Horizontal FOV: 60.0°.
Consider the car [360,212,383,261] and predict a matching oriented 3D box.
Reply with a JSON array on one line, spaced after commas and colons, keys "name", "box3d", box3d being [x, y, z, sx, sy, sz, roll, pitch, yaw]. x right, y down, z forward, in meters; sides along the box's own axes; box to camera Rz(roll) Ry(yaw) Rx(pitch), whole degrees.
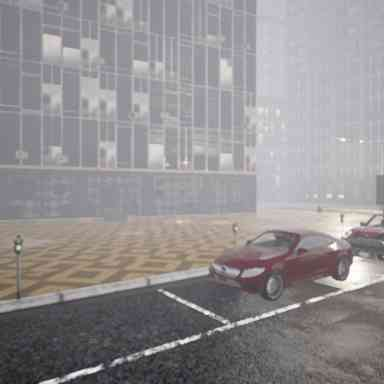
[{"name": "car", "box3d": [6.993, 1.426, 11.543, 4.097, 1.590, 1.967, 0, 0, -35]}]

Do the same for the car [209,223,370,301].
[{"name": "car", "box3d": [2.358, 1.576, 8.239, 4.206, 1.307, 1.802, 0, 0, -35]}]
